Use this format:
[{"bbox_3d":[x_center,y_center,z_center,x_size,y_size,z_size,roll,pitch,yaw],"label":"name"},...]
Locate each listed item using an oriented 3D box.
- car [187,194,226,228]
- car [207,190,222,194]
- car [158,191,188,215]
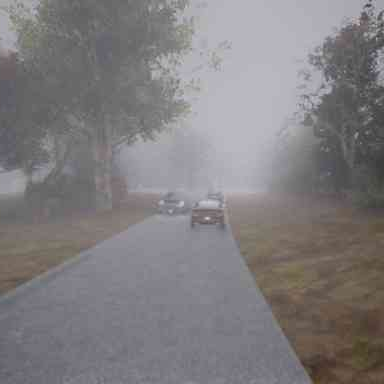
[{"bbox_3d":[0.984,1.154,19.929,1.882,1.535,5.008,0,2,4],"label":"car"},{"bbox_3d":[2.686,0.487,39.325,1.994,1.385,4.181,0,2,5],"label":"car"},{"bbox_3d":[-1.356,0.755,26.787,2.097,1.767,4.553,2,2,6],"label":"car"}]
